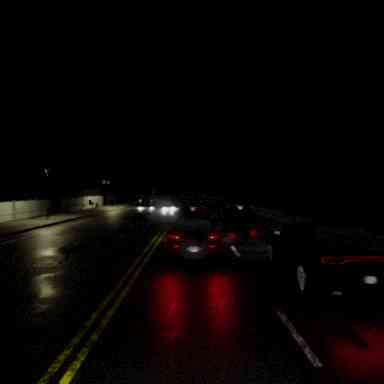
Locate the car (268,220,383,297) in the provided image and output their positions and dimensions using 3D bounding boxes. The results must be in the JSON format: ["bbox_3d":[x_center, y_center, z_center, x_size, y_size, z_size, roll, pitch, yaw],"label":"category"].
[{"bbox_3d":[3.304,1.453,8.577,1.882,1.535,5.008,0,0,1],"label":"car"}]

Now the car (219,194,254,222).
[{"bbox_3d":[3.321,1.156,25.366,2.150,2.045,5.566,0,0,0],"label":"car"}]

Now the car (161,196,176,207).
[{"bbox_3d":[-3.321,1.365,48.286,2.128,1.511,4.902,0,0,0],"label":"car"}]

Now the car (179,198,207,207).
[{"bbox_3d":[0.075,1.281,26.218,2.097,1.767,4.553,0,0,0],"label":"car"}]

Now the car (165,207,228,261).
[{"bbox_3d":[0.077,1.491,11.986,1.812,1.442,4.674,0,0,0],"label":"car"}]

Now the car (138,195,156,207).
[{"bbox_3d":[-6.567,1.226,48.878,2.097,1.767,4.553,0,0,0],"label":"car"}]
